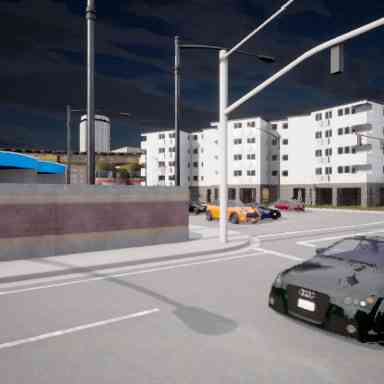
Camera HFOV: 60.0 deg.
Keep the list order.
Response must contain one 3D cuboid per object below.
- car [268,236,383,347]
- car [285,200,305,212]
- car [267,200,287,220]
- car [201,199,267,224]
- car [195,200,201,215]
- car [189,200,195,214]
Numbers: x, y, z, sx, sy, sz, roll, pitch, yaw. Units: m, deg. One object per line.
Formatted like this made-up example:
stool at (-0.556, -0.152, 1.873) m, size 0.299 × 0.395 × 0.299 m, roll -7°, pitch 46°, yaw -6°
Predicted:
car at (3.423, 1.565, 6.262) m, size 4.181 × 1.385 × 1.994 m, roll 0°, pitch 0°, yaw -34°
car at (10.884, 1.564, 38.385) m, size 1.994 × 1.385 × 4.181 m, roll 0°, pitch 0°, yaw -36°
car at (5.334, 1.564, 27.659) m, size 1.994 × 1.385 × 4.181 m, roll 0°, pitch 0°, yaw -35°
car at (3.012, 1.352, 24.899) m, size 2.097 × 1.767 × 4.553 m, roll 0°, pitch 0°, yaw -33°
car at (0.342, 1.564, 34.426) m, size 1.994 × 1.385 × 4.181 m, roll 0°, pitch 0°, yaw -40°
car at (-2.583, 1.221, 32.614) m, size 2.150 × 2.045 × 5.566 m, roll 0°, pitch 0°, yaw -40°
